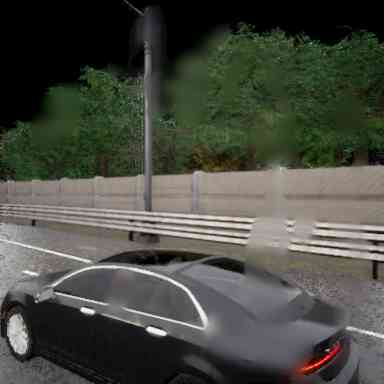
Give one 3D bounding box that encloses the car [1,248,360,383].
[{"bbox_3d":[-0.584,1.505,4.288,4.892,1.490,1.837,0,0,36],"label":"car"}]
